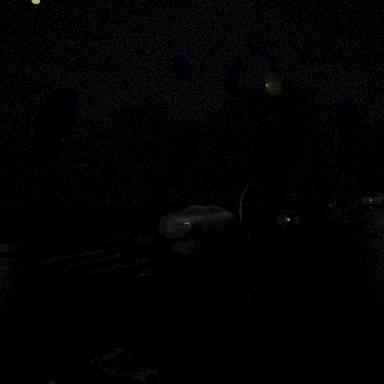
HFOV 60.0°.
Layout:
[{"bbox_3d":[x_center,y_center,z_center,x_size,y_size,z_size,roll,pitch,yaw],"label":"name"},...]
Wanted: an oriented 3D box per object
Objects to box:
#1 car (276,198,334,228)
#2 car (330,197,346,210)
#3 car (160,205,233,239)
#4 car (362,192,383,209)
[{"bbox_3d":[6.864,1.331,20.552,2.128,1.511,4.902,0,0,37],"label":"car"},{"bbox_3d":[16.726,1.295,38.555,2.128,1.511,4.902,0,0,37],"label":"car"},{"bbox_3d":[0.414,1.387,16.846,1.812,1.442,4.674,0,0,37],"label":"car"},{"bbox_3d":[23.345,1.047,42.517,2.150,2.045,5.566,0,0,37],"label":"car"}]
